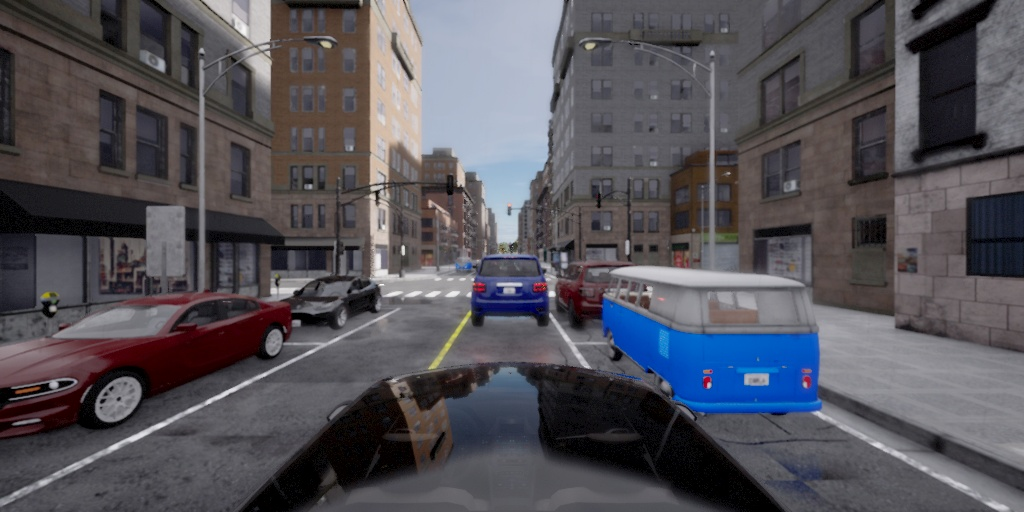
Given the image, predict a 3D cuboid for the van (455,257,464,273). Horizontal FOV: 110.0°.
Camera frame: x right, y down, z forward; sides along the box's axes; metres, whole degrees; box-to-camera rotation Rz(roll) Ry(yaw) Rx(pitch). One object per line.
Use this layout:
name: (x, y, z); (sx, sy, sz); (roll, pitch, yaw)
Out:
van: (-5.765, 1.047, 43.100); (1.690, 1.789, 3.998); (0, 0, -1)

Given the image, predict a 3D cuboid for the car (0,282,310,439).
car: (-5.415, 1.291, 5.627); (1.888, 1.381, 4.507); (0, 0, -1)

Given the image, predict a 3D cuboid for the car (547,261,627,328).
car: (2.561, 1.055, 11.208); (2.192, 1.841, 5.009); (0, 0, -1)

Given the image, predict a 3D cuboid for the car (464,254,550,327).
car: (-0.021, 0.962, 11.695); (2.150, 2.045, 5.566); (0, 0, 1)

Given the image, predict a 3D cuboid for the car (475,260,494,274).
car: (-3.191, 1.211, 42.141); (1.837, 1.490, 4.892); (0, 0, 0)

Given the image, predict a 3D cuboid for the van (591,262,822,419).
van: (2.610, 1.087, 5.697); (1.690, 1.789, 3.998); (0, 0, -1)

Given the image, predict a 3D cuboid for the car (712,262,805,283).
car: (17.904, 1.187, 26.223); (5.357, 1.411, 2.033); (0, 0, -1)

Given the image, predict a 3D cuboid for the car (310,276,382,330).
car: (-5.463, 1.307, 11.137); (1.948, 1.339, 4.313); (0, 0, -1)
